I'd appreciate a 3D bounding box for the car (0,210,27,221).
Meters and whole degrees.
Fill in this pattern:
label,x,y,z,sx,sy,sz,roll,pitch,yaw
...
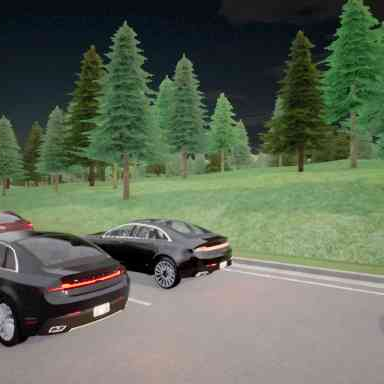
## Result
label,x,y,z,sx,sy,sz,roll,pitch,yaw
car,-8.743,1.526,14.567,4.674,1.442,1.812,0,0,36

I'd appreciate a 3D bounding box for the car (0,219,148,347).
label,x,y,z,sx,sy,sz,roll,pitch,yaw
car,-3.315,1.505,6.373,4.892,1.490,1.837,0,0,36

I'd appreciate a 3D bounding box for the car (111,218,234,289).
label,x,y,z,sx,sy,sz,roll,pitch,yaw
car,-1.242,1.492,9.197,4.902,1.511,2.128,0,0,35
